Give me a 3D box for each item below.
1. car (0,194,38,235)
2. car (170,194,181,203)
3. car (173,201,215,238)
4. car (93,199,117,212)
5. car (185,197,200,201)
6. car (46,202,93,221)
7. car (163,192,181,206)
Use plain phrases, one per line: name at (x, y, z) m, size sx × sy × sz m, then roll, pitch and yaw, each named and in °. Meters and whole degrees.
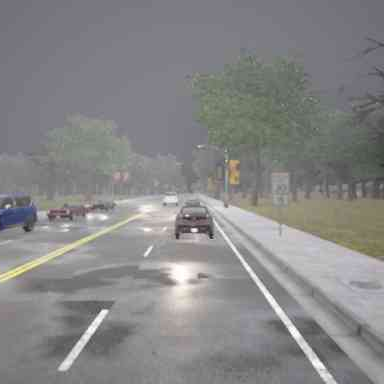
car at (-9.828, 1.159, 16.661) m, size 2.150 × 2.045 × 5.566 m, roll 0°, pitch 0°, yaw 1°
car at (-3.224, 1.259, 66.204) m, size 1.882 × 1.535 × 5.008 m, roll 0°, pitch 0°, yaw 0°
car at (0.106, 1.439, 17.236) m, size 1.837 × 1.490 × 4.892 m, roll 0°, pitch 0°, yaw 0°
car at (-9.736, 1.472, 36.862) m, size 1.895 × 1.301 × 4.718 m, roll 0°, pitch 0°, yaw 0°
car at (0.116, 1.340, 43.847) m, size 2.128 × 1.511 × 4.902 m, roll 0°, pitch 0°, yaw 0°
car at (-9.764, 1.505, 26.545) m, size 1.895 × 1.301 × 4.718 m, roll 0°, pitch 0°, yaw 1°
car at (-3.148, 1.052, 50.145) m, size 2.150 × 2.045 × 5.566 m, roll 0°, pitch 0°, yaw -1°
